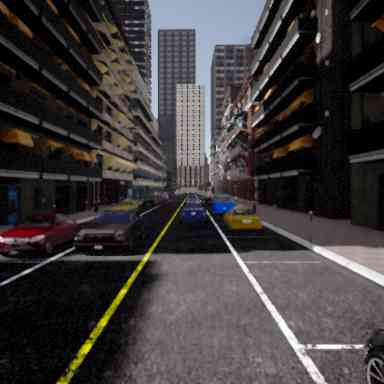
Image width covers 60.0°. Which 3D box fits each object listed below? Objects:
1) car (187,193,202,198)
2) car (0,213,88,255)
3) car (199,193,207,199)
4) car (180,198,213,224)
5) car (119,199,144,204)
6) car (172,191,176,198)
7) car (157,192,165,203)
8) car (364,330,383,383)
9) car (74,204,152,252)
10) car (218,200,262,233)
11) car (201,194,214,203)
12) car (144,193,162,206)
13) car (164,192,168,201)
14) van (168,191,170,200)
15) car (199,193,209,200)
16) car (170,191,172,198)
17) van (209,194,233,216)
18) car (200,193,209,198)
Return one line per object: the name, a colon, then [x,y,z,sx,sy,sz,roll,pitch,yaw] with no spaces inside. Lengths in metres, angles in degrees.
car: [0.104,1.236,46.120,1.895,1.301,4.718,0,0,0]
car: [-5.697,1.478,12.804,1.802,1.307,4.206,0,0,0]
car: [2.688,0.910,79.240,1.752,1.417,4.829,-1,0,0]
car: [0.105,1.362,23.051,2.033,1.411,5.357,0,0,0]
car: [-5.697,1.292,29.204,1.752,1.417,4.829,0,0,0]
car: [-5.693,0.912,84.608,1.947,1.339,4.313,-1,0,0]
car: [-5.694,1.139,51.467,1.887,1.381,4.507,-1,0,0]
car: [2.684,1.551,1.745,1.947,1.339,4.313,0,0,0]
car: [-3.100,1.436,13.690,2.033,1.411,5.357,0,0,0]
car: [2.684,1.376,18.484,1.752,1.417,4.829,-1,0,0]
car: [2.686,1.103,56.976,2.008,1.369,4.403,-1,0,0]
car: [-5.695,1.203,45.943,1.947,1.339,4.313,0,0,0]
car: [-5.695,1.097,56.991,1.887,1.381,4.507,-1,0,0]
van: [-5.696,0.852,62.512,1.690,1.788,3.998,-1,0,0]
car: [2.688,0.978,73.547,2.008,1.369,4.403,-1,0,0]
car: [-5.695,0.909,68.036,1.967,1.590,4.097,-1,0,0]
van: [2.683,1.106,29.360,1.690,1.788,3.998,-1,0,0]
car: [2.686,1.145,51.453,2.008,1.369,4.403,-1,0,0]
